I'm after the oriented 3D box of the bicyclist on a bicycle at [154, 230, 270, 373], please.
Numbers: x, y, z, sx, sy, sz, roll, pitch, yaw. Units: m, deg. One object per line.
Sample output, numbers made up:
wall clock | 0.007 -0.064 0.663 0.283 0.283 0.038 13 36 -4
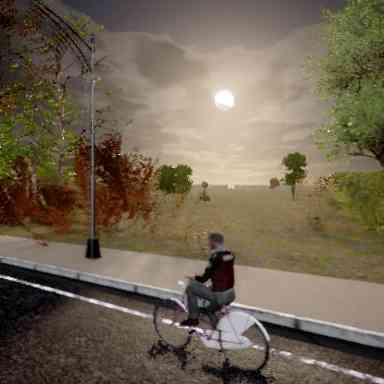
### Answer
bicyclist on a bicycle | 0.158 1.392 4.514 1.843 1.776 0.659 0 0 35
